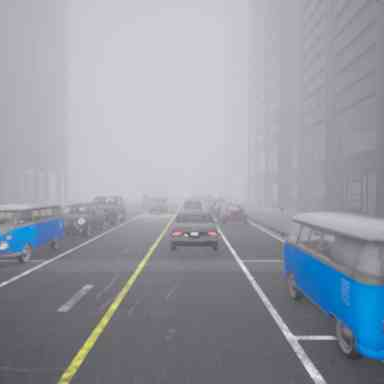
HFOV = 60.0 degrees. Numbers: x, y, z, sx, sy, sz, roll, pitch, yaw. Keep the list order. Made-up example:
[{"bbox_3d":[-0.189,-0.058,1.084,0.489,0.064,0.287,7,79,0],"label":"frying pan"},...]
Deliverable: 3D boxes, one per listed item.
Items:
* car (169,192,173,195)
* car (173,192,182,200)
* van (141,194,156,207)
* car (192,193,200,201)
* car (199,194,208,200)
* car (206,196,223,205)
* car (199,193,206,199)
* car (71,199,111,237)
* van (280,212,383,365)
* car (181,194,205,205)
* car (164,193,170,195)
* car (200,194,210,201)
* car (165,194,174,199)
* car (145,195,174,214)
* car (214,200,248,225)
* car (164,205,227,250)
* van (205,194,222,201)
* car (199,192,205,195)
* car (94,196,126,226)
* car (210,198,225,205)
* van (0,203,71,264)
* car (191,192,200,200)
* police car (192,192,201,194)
[{"bbox_3d":[-5.781,1.025,73.321,1.967,1.590,4.097,0,0,0],"label":"car"},{"bbox_3d":[-3.015,1.098,73.716,1.895,1.301,4.718,0,0,0],"label":"car"},{"bbox_3d":[-5.776,1.088,45.117,1.690,1.788,3.998,0,0,0],"label":"van"},{"bbox_3d":[0.821,1.087,73.779,1.837,1.490,4.892,0,0,0],"label":"car"},{"bbox_3d":[2.744,1.116,78.966,1.947,1.339,4.313,0,0,0],"label":"car"},{"bbox_3d":[2.752,1.376,33.842,1.947,1.339,4.313,0,0,0],"label":"car"},{"bbox_3d":[2.742,1.004,90.417,1.752,1.417,4.829,0,0,0],"label":"car"},{"bbox_3d":[-5.770,1.346,16.913,1.967,1.590,4.097,0,0,0],"label":"car"},{"bbox_3d":[2.757,1.309,5.638,1.690,1.788,3.998,0,0,0],"label":"van"},{"bbox_3d":[0.091,1.280,35.249,1.882,1.535,5.008,0,0,0],"label":"car"},{"bbox_3d":[-5.778,1.217,62.040,1.947,1.339,4.313,0,0,0],"label":"car"},{"bbox_3d":[2.745,1.135,73.326,2.008,1.369,4.403,0,0,0],"label":"car"},{"bbox_3d":[-5.782,1.082,84.604,1.947,1.339,4.313,0,0,0],"label":"car"},{"bbox_3d":[-3.105,1.324,32.414,1.837,1.490,4.892,0,0,0],"label":"car"},{"bbox_3d":[2.755,1.456,22.561,1.802,1.307,4.206,0,0,0],"label":"car"},{"bbox_3d":[0.092,1.470,13.860,2.033,1.411,5.357,0,0,0],"label":"car"},{"bbox_3d":[2.750,1.120,39.481,1.690,1.788,3.998,0,0,0],"label":"van"},{"bbox_3d":[2.747,1.195,62.045,1.887,1.381,4.507,0,0,0],"label":"car"},{"bbox_3d":[-5.772,1.189,22.554,2.192,1.841,5.009,0,0,0],"label":"car"},{"bbox_3d":[2.754,1.424,28.201,1.802,1.307,4.206,0,0,0],"label":"car"},{"bbox_3d":[-5.769,1.278,11.272,1.690,1.788,3.998,0,0,0],"label":"van"},{"bbox_3d":[0.732,0.897,79.749,2.097,1.767,4.553,0,0,0],"label":"car"},{"bbox_3d":[0.874,1.067,63.889,1.930,1.638,5.238,0,0,0],"label":"police car"}]
